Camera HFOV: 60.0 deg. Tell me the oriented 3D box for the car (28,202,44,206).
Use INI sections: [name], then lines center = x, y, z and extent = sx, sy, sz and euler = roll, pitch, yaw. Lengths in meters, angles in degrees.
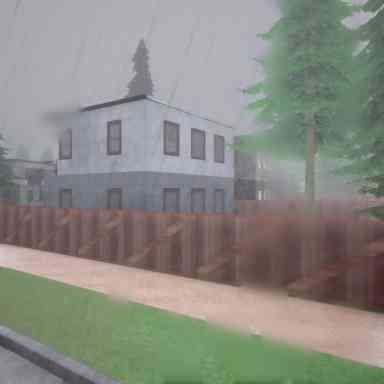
[car]
center = -14.448, 1.581, 31.151
extent = 1.895, 1.301, 4.718
euler = 0, 0, 25
